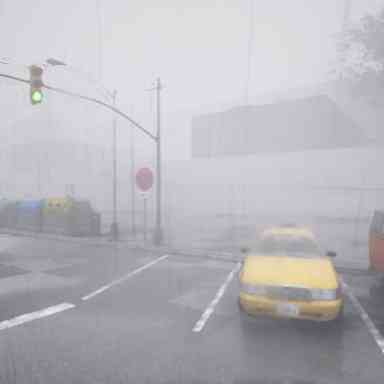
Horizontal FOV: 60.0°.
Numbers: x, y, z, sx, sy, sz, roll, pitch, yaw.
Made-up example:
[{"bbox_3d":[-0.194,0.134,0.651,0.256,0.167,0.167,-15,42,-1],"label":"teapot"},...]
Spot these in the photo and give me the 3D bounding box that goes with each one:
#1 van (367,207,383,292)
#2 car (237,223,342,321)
[{"bbox_3d":[4.640,1.259,6.043,1.878,1.987,4.442,0,-1,16],"label":"van"},{"bbox_3d":[2.195,1.520,7.706,1.946,1.575,5.366,0,-1,16],"label":"car"}]
